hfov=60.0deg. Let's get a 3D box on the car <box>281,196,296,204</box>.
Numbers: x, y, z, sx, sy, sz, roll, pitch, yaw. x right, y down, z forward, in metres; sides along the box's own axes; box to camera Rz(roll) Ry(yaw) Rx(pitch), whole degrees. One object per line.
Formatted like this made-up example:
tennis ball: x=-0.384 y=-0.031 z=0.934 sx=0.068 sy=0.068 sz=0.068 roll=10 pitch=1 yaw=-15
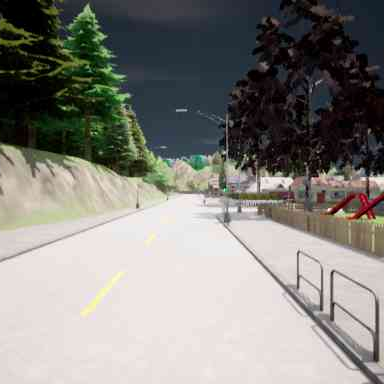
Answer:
car: x=15.786 y=1.273 z=55.431 sx=1.994 sy=1.381 sz=4.181 roll=0 pitch=0 yaw=0
